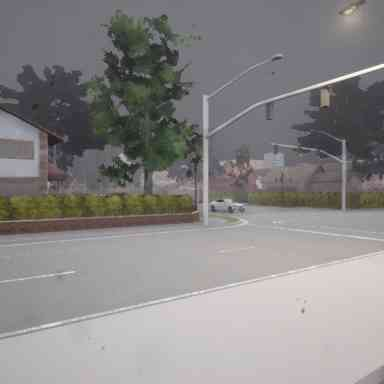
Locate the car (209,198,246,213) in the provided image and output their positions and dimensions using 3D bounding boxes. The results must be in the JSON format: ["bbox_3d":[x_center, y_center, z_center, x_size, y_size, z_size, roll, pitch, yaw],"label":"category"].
[{"bbox_3d":[3.773,1.435,36.342,1.812,1.442,4.674,0,0,-36],"label":"car"}]
